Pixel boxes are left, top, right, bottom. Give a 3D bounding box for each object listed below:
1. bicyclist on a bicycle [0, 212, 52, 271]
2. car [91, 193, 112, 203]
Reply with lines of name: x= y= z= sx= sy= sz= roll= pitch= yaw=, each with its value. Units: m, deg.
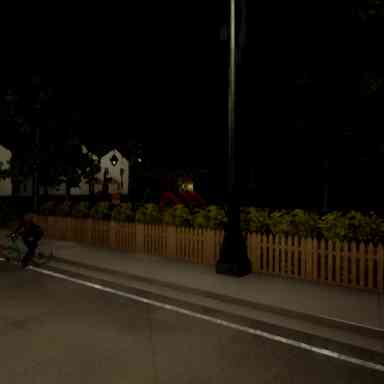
bicyclist on a bicycle: x=-4.826 y=1.404 z=9.620 sx=0.582 sy=1.620 sz=1.656 roll=0 pitch=0 yaw=38
car: x=-17.364 y=1.162 z=61.110 sx=2.150 sy=2.045 sz=5.566 roll=0 pitch=0 yaw=38
